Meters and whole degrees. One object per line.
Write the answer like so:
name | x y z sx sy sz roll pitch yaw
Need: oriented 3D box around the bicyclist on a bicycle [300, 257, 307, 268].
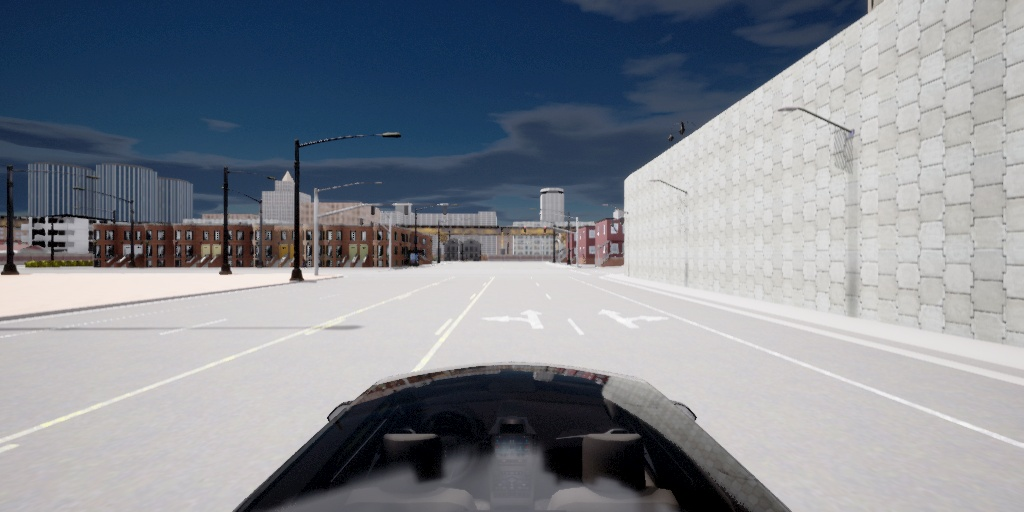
bicyclist on a bicycle | -30.819 1.026 53.031 0.582 1.620 1.656 0 0 0
